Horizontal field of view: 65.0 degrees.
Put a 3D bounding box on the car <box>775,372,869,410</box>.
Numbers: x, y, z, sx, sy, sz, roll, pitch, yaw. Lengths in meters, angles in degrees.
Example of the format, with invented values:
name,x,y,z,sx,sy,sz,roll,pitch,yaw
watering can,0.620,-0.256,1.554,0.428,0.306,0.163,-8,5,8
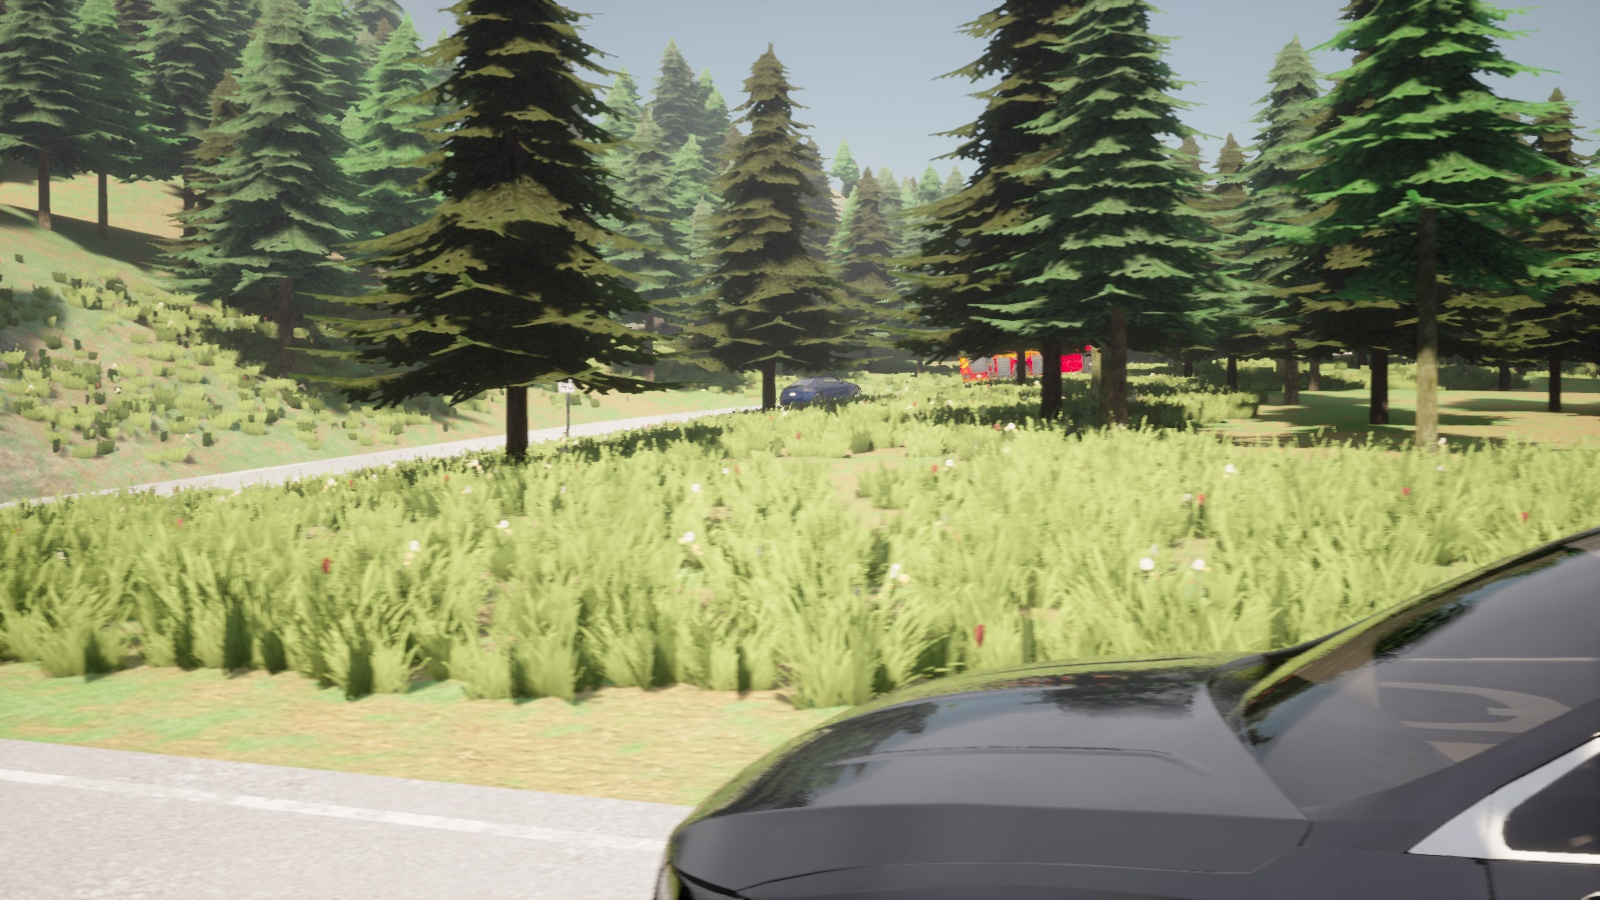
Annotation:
name,x,y,z,sx,sy,sz,roll,pitch,yaw
car,1.047,-2.692,56.820,1.994,1.385,4.181,1,6,40

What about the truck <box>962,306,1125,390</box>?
name,x,y,z,sx,sy,sz,roll,pitch,yaw
truck,12.890,-5.394,66.125,8.468,3.827,2.891,-6,4,-31

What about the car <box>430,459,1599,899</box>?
name,x,y,z,sx,sy,sz,roll,pitch,yaw
car,1.992,0.803,2.209,4.892,1.490,1.837,0,1,18
